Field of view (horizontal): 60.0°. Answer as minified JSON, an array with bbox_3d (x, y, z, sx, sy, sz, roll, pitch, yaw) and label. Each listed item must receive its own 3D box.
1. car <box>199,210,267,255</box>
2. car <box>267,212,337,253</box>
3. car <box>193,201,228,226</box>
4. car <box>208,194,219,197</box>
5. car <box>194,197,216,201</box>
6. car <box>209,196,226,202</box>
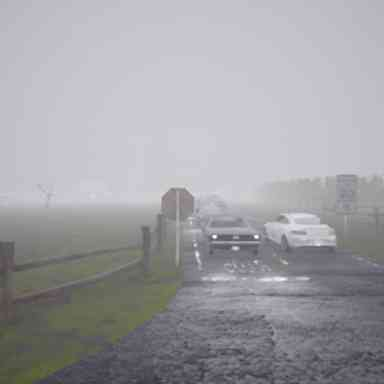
[{"bbox_3d":[1.454,1.622,13.555,1.895,1.301,4.718,0,0,-1],"label":"car"},{"bbox_3d":[4.305,1.564,13.745,1.812,1.442,4.674,0,0,-1],"label":"car"},{"bbox_3d":[1.237,1.587,23.799,1.812,1.442,4.674,0,0,-1],"label":"car"},{"bbox_3d":[3.402,1.415,54.785,2.150,2.045,5.566,0,0,-1],"label":"car"},{"bbox_3d":[1.022,1.602,33.697,1.837,1.490,4.892,0,0,-1],"label":"car"},{"bbox_3d":[3.676,1.662,44.814,1.837,1.490,4.892,0,0,-1],"label":"car"}]
